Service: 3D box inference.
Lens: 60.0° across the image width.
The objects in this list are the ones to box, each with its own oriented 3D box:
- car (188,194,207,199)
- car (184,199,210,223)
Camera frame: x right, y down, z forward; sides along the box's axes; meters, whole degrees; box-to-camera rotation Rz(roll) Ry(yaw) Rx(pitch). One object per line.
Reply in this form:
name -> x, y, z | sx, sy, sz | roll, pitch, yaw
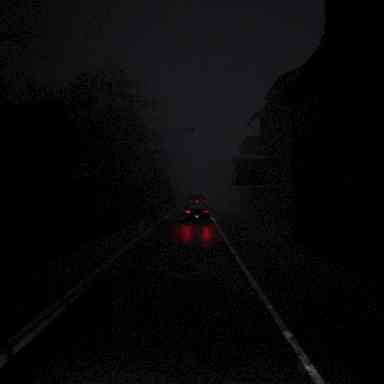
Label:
car -> 0.691, 1.303, 42.982 | 2.150, 2.045, 5.566 | 0, -1, 1
car -> 0.378, 1.549, 25.721 | 1.812, 1.442, 4.674 | 0, 0, 1
